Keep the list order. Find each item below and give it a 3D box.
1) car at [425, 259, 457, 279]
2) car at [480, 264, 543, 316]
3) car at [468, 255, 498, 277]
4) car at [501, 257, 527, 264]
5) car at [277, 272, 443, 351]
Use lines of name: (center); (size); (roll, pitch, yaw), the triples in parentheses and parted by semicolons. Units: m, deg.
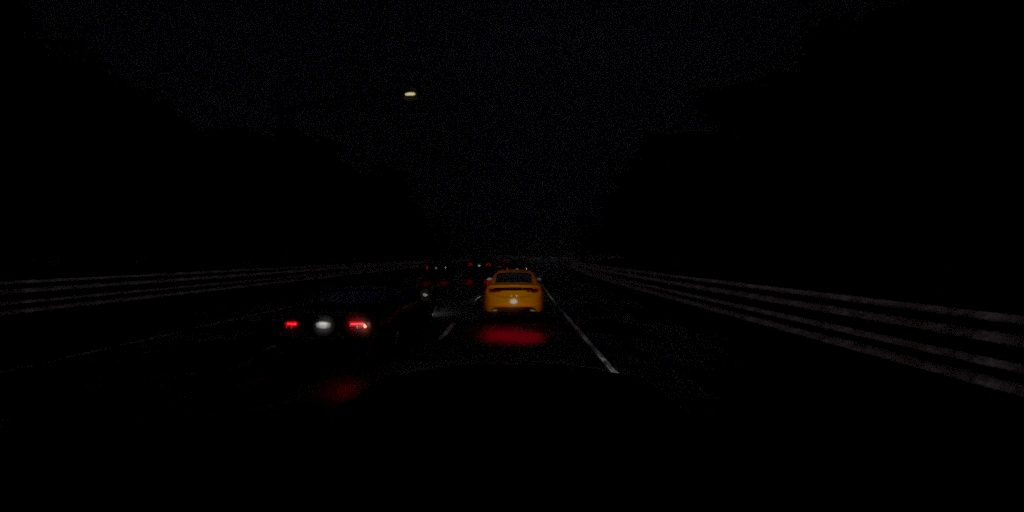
car: (-6.402, 1.071, 32.784); (2.097, 1.767, 4.553); (0, 0, 2)
car: (0.087, 1.226, 13.348); (1.882, 1.535, 5.008); (0, 0, 1)
car: (-2.824, 0.941, 34.510); (2.150, 2.045, 5.566); (0, 0, 2)
car: (0.469, 1.080, 31.235); (2.097, 1.767, 4.553); (0, 0, 2)
car: (-3.369, 1.294, 8.958); (2.033, 1.411, 5.357); (0, 0, 1)
